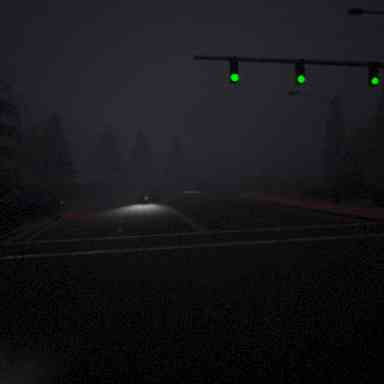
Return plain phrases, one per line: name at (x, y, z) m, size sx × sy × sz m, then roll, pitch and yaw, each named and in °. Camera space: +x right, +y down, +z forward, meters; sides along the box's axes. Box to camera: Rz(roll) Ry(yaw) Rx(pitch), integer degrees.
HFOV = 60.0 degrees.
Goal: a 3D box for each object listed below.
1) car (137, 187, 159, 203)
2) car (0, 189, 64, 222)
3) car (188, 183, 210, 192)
car at (-4.357, 0.243, 33.299) m, size 2.128 × 1.511 × 4.902 m, roll -2°, pitch 2°, yaw -2°
car at (-10.148, 0.704, 19.826) m, size 2.097 × 1.767 × 4.553 m, roll 2°, pitch 3°, yaw 42°
car at (1.288, -0.864, 57.836) m, size 2.033 × 1.411 × 5.357 m, roll 0°, pitch 3°, yaw 29°
